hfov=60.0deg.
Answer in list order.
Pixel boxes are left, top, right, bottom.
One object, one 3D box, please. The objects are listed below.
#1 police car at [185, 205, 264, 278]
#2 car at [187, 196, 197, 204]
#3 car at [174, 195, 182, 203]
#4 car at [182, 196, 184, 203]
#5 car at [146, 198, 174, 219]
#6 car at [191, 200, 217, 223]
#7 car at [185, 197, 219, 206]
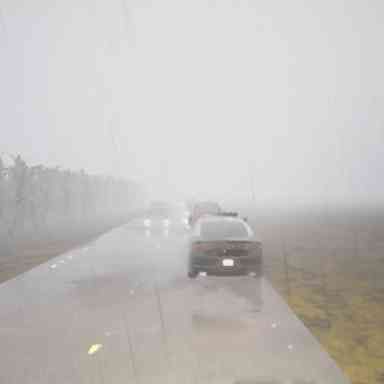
[{"bbox_3d":[0.827,1.400,10.161,1.930,1.638,5.238,0,0,0],"label":"police car"},{"bbox_3d":[0.009,1.592,65.123,1.994,1.385,4.181,0,0,0],"label":"car"},{"bbox_3d":[-2.740,1.324,69.379,2.097,1.767,4.553,0,0,0],"label":"car"},{"bbox_3d":[0.023,1.536,46.566,2.033,1.411,5.357,0,0,1],"label":"car"},{"bbox_3d":[-2.844,1.470,29.069,1.837,1.490,4.892,0,0,0],"label":"car"},{"bbox_3d":[0.829,1.468,26.053,1.837,1.490,4.892,0,0,0],"label":"car"},{"bbox_3d":[0.827,1.315,20.023,2.097,1.767,4.553,0,0,0],"label":"car"}]
